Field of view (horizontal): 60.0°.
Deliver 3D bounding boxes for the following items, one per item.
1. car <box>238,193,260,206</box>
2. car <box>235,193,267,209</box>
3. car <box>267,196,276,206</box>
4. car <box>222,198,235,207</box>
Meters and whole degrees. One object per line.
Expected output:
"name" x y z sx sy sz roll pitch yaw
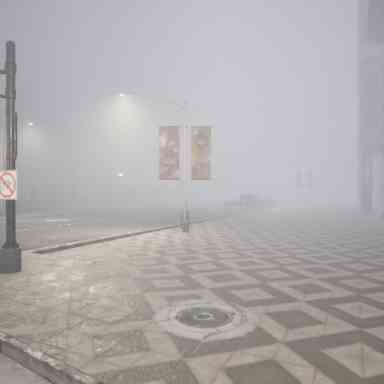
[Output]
"car" 9.762 1.183 56.630 2.150 2.045 5.566 0 0 26
"car" 8.159 1.189 45.846 2.150 2.045 5.566 0 0 26
"car" 12.671 1.449 55.178 2.128 1.511 4.902 0 0 26
"car" 6.106 1.570 49.063 1.895 1.301 4.718 0 0 27
